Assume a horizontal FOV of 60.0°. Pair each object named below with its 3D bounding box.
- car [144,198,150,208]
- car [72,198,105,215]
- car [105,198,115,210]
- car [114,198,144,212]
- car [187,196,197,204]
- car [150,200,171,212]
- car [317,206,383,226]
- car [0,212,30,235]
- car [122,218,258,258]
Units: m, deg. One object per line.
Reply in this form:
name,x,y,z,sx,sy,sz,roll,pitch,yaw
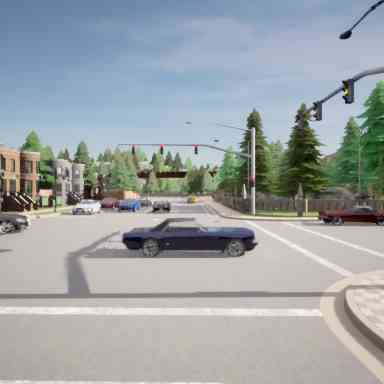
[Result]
car,-7.150,1.563,48.295,1.994,1.385,4.181,0,0,0
car,-10.655,1.525,33.968,1.812,1.442,4.674,0,0,0
car,-10.662,1.477,43.021,1.882,1.535,5.008,0,0,0
car,-7.161,1.477,38.307,1.882,1.535,5.008,0,0,0
car,-0.012,1.476,64.859,1.882,1.535,5.008,0,0,0
car,-3.425,1.600,38.761,1.895,1.301,4.718,0,0,-1
car,11.149,1.600,22.840,4.718,1.301,1.895,0,0,2
car,-11.315,1.492,17.580,4.902,1.511,2.128,0,0,-21
car,-0.033,1.600,12.173,4.718,1.301,1.895,0,0,1
